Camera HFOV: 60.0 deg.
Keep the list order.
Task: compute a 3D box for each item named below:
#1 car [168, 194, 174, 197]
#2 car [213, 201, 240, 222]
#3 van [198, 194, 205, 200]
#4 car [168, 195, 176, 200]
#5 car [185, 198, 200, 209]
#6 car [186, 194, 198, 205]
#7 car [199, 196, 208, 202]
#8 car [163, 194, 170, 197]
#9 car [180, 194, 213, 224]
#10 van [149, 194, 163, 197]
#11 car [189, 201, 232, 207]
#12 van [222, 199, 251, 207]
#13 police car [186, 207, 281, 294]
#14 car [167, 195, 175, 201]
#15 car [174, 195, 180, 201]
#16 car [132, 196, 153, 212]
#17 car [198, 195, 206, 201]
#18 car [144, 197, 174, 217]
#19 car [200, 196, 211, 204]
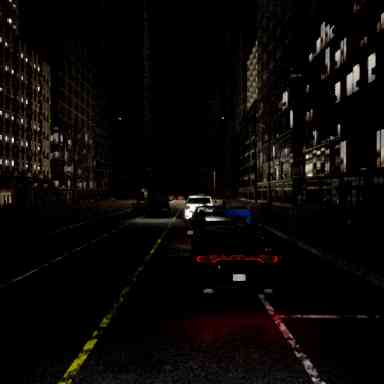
[{"bbox_3d":[-5.700,1.316,72.082,2.192,1.841,5.009,0,0,0],"label":"car"},{"bbox_3d":[2.686,1.524,26.908,1.752,1.417,4.829,0,0,0],"label":"car"},{"bbox_3d":[2.679,1.344,94.754,1.690,1.788,3.998,0,0,0],"label":"van"},{"bbox_3d":[-5.702,1.568,94.754,1.947,1.339,4.313,0,0,0],"label":"car"},{"bbox_3d":[0.014,1.563,46.199,1.994,1.385,4.181,0,0,0],"label":"car"},{"bbox_3d":[-0.006,1.352,60.130,2.097,1.767,4.553,0,0,0],"label":"car"},{"bbox_3d":[2.681,1.546,77.750,1.887,1.381,4.507,0,0,0],"label":"car"},{"bbox_3d":[-5.698,1.551,60.746,2.008,1.369,4.403,0,0,0],"label":"car"},{"bbox_3d":[0.658,1.222,24.912,2.150,2.045,5.566,0,0,4],"label":"car"},{"bbox_3d":[-5.697,1.340,49.411,1.690,1.788,3.998,0,0,0],"label":"van"},{"bbox_3d":[0.899,1.477,18.803,1.882,1.535,5.008,0,0,0],"label":"car"},{"bbox_3d":[2.686,1.340,21.070,1.690,1.788,3.998,0,0,0],"label":"van"},{"bbox_3d":[0.900,1.424,8.913,1.930,1.638,5.238,0,0,0],"label":"police car"},{"bbox_3d":[-5.701,1.547,89.087,1.887,1.381,4.507,0,0,0],"label":"car"},{"bbox_3d":[-3.008,1.528,85.141,1.812,1.442,4.674,0,0,0],"label":"car"},{"bbox_3d":[-5.695,1.524,37.904,1.752,1.417,4.829,0,0,0],"label":"car"},{"bbox_3d":[2.679,1.547,89.086,1.887,1.381,4.507,0,0,0],"label":"car"},{"bbox_3d":[-3.003,1.476,31.076,1.882,1.535,5.008,0,0,0],"label":"car"},{"bbox_3d":[2.682,1.551,66.414,2.008,1.369,4.403,0,0,0],"label":"car"}]
